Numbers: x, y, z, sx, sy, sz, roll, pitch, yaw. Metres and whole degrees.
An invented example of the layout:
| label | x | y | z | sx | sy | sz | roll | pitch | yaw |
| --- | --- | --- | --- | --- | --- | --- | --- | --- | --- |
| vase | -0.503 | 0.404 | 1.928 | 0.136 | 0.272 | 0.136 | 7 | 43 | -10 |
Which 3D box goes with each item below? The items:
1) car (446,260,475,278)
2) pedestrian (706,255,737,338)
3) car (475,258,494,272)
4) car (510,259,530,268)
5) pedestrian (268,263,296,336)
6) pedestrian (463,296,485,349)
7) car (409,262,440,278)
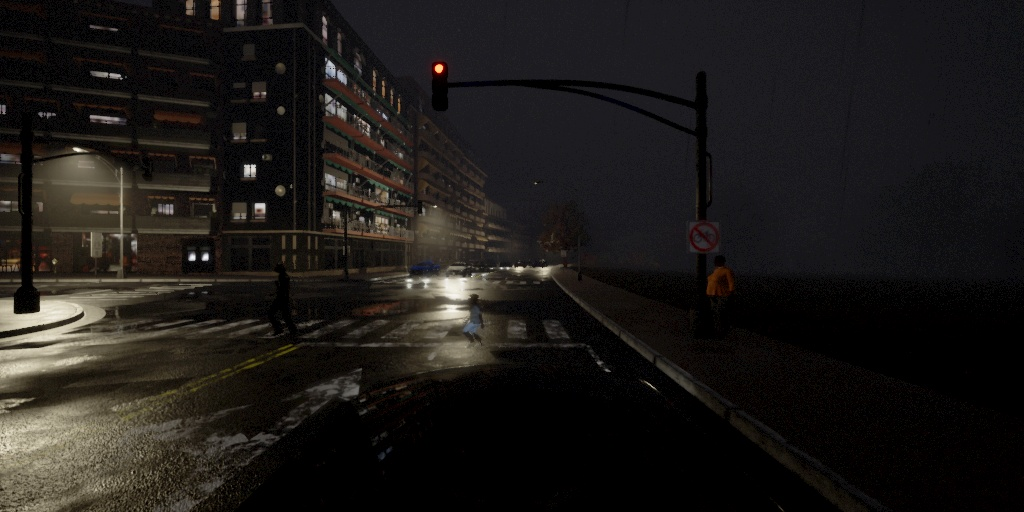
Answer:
| label | x | y | z | sx | sy | sz | roll | pitch | yaw |
| --- | --- | --- | --- | --- | --- | --- | --- | --- | --- |
| car | -5.214 | 1.338 | 35.599 | 1.812 | 1.442 | 4.674 | 0 | 0 | 5 |
| pedestrian | 4.762 | 0.894 | 8.164 | 0.375 | 1.860 | 0.375 | 0 | 0 | 1 |
| car | -4.100 | 1.363 | 47.518 | 1.837 | 1.490 | 4.892 | 0 | 0 | 6 |
| car | 1.557 | 1.491 | 65.441 | 2.033 | 1.411 | 5.357 | 0 | 0 | 9 |
| pedestrian | -5.733 | 1.047 | 8.905 | 0.375 | 1.860 | 0.375 | 0 | 0 | 1 |
| pedestrian | -0.775 | 1.046 | 7.641 | 0.375 | 1.860 | 0.375 | 0 | 0 | 1 |
| car | -8.500 | 1.288 | 35.275 | 1.882 | 1.535 | 5.008 | 0 | 0 | 4 |
